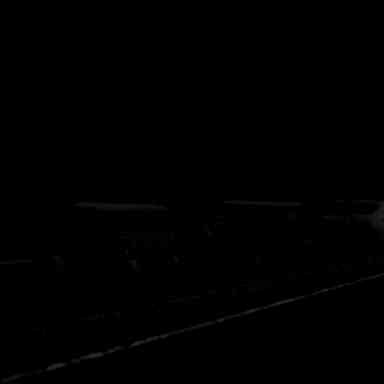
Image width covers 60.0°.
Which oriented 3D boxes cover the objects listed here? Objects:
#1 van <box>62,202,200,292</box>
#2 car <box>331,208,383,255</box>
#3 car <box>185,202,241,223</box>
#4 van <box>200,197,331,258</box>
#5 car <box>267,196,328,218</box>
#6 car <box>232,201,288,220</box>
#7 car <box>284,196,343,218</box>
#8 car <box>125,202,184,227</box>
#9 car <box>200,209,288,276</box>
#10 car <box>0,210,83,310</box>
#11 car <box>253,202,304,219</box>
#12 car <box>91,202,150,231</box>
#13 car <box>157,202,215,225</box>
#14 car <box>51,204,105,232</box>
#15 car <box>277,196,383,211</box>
[{"bbox_3d":[-1.938,1.269,8.913,1.878,1.987,4.442,1,0,-36],"label":"van"},{"bbox_3d":[4.835,1.566,13.897,2.097,1.535,5.008,1,0,-36],"label":"car"},{"bbox_3d":[1.634,1.644,27.734,2.163,1.488,4.792,1,0,-36],"label":"car"},{"bbox_3d":[2.487,1.317,12.365,1.878,1.987,4.442,1,0,-36],"label":"van"},{"bbox_3d":[10.725,1.476,34.174,2.435,2.045,5.566,1,0,-36],"label":"car"},{"bbox_3d":[6.182,1.668,30.949,2.097,1.535,5.008,1,0,-36],"label":"car"},{"bbox_3d":[12.889,1.508,35.724,2.435,2.045,5.566,1,0,-36],"label":"car"},{"bbox_3d":[-2.874,1.566,24.463,2.097,1.535,5.008,1,0,-36],"label":"car"},{"bbox_3d":[0.277,1.520,10.633,2.231,1.521,4.892,1,0,-36],"label":"car"},{"bbox_3d":[-4.268,1.345,7.350,2.185,1.767,4.553,1,0,-36],"label":"car"},{"bbox_3d":[8.343,1.735,32.500,2.002,1.452,4.674,1,0,-36],"label":"car"},{"bbox_3d":[-5.035,1.539,22.695,1.946,1.575,5.366,1,0,-36],"label":"car"},{"bbox_3d":[-0.596,1.620,26.065,2.163,1.488,4.792,1,0,-36],"label":"car"},{"bbox_3d":[-7.407,1.558,21.223,2.002,1.452,4.674,1,0,-36],"label":"car"},{"bbox_3d":[7.097,1.339,15.558,2.435,2.045,5.566,1,0,-36],"label":"car"}]
